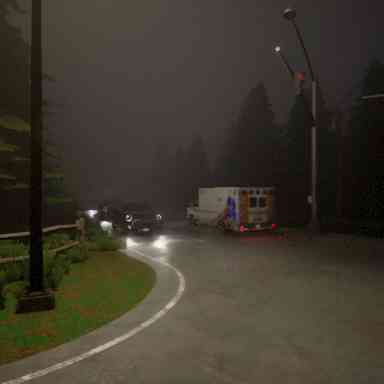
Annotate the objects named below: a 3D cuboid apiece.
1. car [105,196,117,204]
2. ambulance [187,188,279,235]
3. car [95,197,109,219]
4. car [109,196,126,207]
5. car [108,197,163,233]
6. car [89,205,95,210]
[{"bbox_3d":[-15.012,1.529,61.522,1.994,1.385,4.181,0,0,-18],"label":"car"},{"bbox_3d":[1.895,1.009,18.886,2.351,2.431,6.366,-1,0,-28],"label":"ambulance"},{"bbox_3d":[-6.602,1.325,27.719,2.097,1.767,4.553,0,0,-20],"label":"car"},{"bbox_3d":[-11.706,1.457,52.100,2.128,1.511,4.902,0,0,-19],"label":"car"},{"bbox_3d":[-3.184,1.325,18.900,2.097,1.767,4.553,0,0,-23],"label":"car"},{"bbox_3d":[-12.096,1.574,42.547,1.895,1.301,4.718,0,0,-20],"label":"car"}]
